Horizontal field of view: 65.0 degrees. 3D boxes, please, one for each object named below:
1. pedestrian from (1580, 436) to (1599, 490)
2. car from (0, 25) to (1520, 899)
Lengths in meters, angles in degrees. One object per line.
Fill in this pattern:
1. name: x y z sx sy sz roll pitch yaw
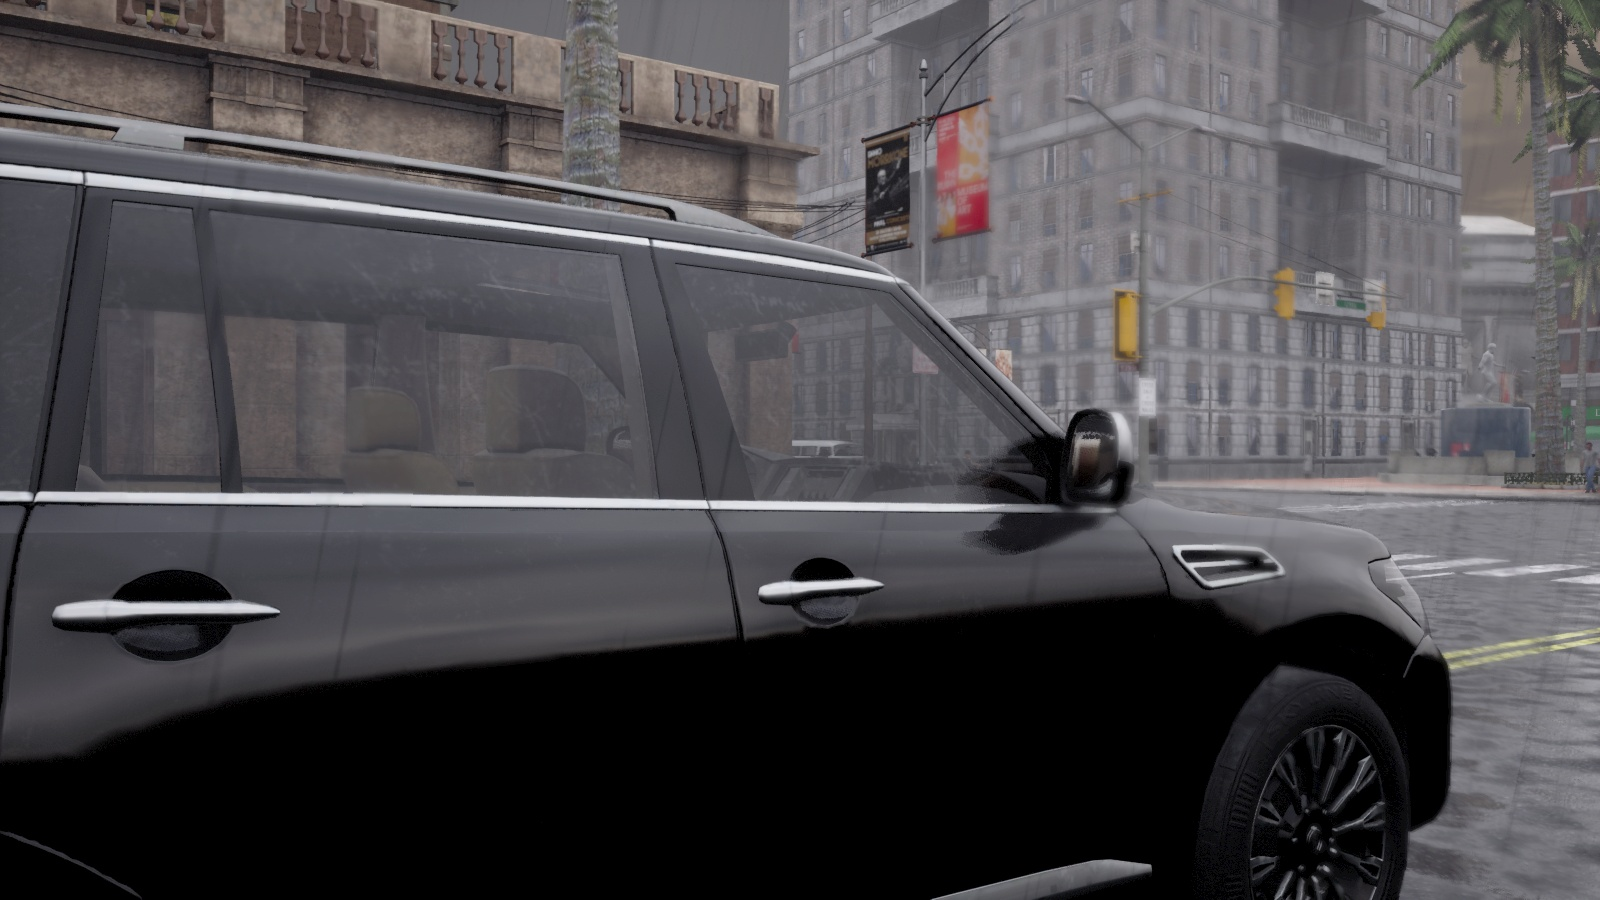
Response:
1. pedestrian: 27.499 0.450 43.727 0.706 1.836 0.354 0 0 -36
2. car: -0.661 0.473 3.201 5.566 2.045 2.150 0 0 -35
